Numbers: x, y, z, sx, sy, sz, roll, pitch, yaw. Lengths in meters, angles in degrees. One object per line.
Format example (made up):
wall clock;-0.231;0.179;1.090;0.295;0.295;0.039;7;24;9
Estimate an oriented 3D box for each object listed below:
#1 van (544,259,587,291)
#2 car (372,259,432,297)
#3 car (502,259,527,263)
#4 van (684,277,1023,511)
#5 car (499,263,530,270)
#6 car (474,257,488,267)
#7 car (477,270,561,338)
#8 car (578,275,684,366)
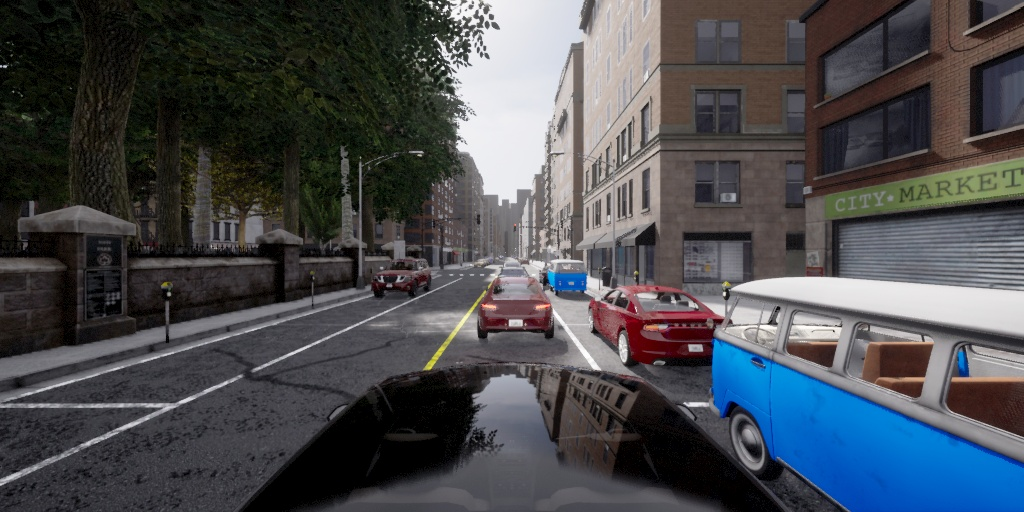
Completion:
van;2.861;1.086;19.125;1.690;1.789;3.998;0;0;0
car;-5.663;1.060;19.087;2.192;1.841;5.009;0;0;0
car;0.011;1.242;29.329;1.837;1.490;4.892;0;0;0
van;2.857;1.091;2.143;1.690;1.789;3.998;0;0;0
car;0.102;1.292;19.585;2.033;1.411;5.357;0;0;1
car;-5.651;1.230;62.606;1.751;1.417;4.829;0;0;0
car;0.097;1.275;10.006;1.812;1.442;4.674;0;0;0
car;2.858;1.294;7.804;1.888;1.381;4.507;0;0;0
